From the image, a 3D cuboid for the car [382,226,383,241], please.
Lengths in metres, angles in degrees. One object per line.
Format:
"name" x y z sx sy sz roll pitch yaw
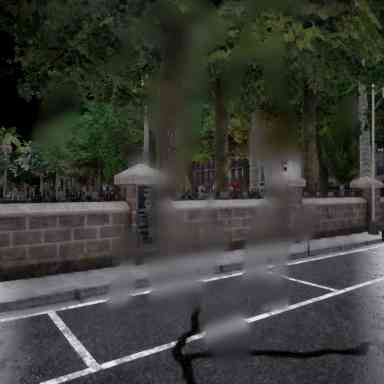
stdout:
"car" 9.742 1.310 13.489 5.009 1.841 2.192 0 0 -36
